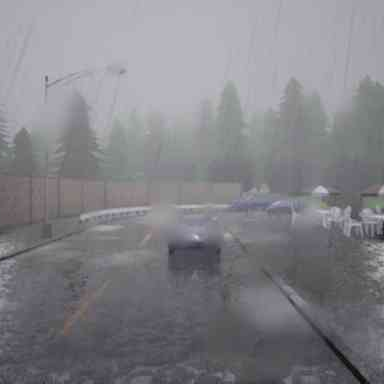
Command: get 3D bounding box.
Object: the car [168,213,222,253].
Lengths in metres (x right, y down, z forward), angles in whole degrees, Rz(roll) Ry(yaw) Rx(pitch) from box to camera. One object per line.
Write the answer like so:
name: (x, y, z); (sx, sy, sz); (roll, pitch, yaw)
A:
car: (0.101, 1.514, 13.426); (1.994, 1.385, 4.181); (0, 0, 0)

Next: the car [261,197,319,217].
car: (8.900, 1.416, 29.447); (4.674, 1.442, 1.812); (0, 0, -5)

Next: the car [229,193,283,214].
car: (6.536, 1.099, 33.206); (5.566, 2.045, 2.150); (0, 0, -8)
